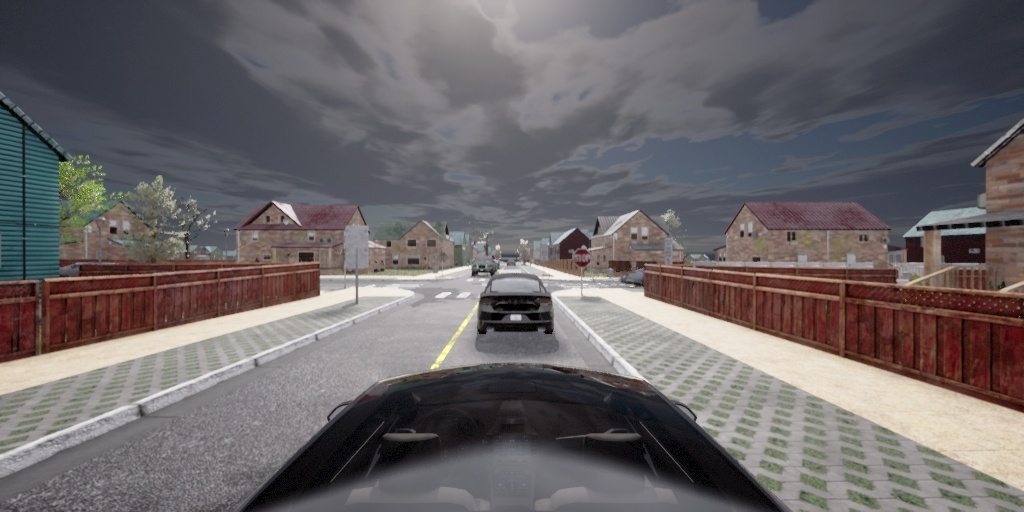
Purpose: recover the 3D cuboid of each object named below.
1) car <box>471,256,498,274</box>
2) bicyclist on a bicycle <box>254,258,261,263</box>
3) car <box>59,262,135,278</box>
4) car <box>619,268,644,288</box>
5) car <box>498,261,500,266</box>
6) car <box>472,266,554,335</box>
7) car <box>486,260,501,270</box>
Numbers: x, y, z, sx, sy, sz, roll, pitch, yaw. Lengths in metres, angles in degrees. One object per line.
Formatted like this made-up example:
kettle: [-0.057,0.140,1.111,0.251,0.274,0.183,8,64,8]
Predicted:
car: [-2.919,1.003,37.378,2.150,2.045,5.566,0,0,0]
bicyclist on a bicycle: [-20.204,0.943,28.519,0.582,1.620,1.656,0,1,0]
car: [-25.772,1.131,22.636,4.902,1.511,2.128,0,0,0]
car: [9.647,1.368,22.797,5.357,1.411,2.033,0,0,0]
car: [-2.927,1.322,47.450,1.837,1.490,4.892,0,0,0]
car: [0.085,1.223,10.518,1.882,1.535,5.008,0,0,0]
car: [-2.944,1.357,57.850,2.128,1.511,4.902,0,0,0]
